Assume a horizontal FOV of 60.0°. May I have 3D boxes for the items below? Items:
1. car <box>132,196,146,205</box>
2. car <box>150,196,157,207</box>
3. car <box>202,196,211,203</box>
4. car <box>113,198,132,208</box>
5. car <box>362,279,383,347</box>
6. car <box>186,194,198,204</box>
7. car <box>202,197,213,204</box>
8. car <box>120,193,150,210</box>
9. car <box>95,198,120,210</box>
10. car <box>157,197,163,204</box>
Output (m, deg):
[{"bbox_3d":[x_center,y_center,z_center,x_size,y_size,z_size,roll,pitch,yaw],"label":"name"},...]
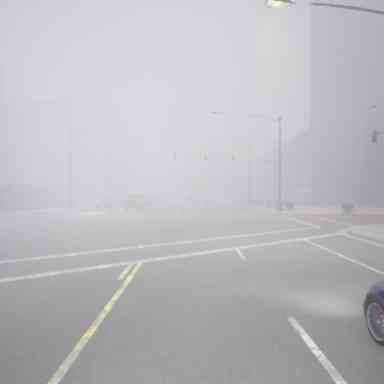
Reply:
[{"bbox_3d":[-10.490,1.668,66.175,1.882,1.535,5.008,0,-1,0],"label":"car"},{"bbox_3d":[-7.049,1.403,51.763,2.097,1.767,4.553,0,-1,-1],"label":"car"},{"bbox_3d":[3.513,1.796,80.237,2.033,1.411,5.357,0,-1,0],"label":"car"},{"bbox_3d":[-10.553,1.643,50.831,1.895,1.301,4.718,0,-1,0],"label":"car"},{"bbox_3d":[3.603,1.528,3.344,1.812,1.442,4.674,0,0,0],"label":"car"},{"bbox_3d":[0.011,1.449,69.852,2.150,2.045,5.566,0,-1,0],"label":"car"},{"bbox_3d":[3.511,1.752,70.235,1.812,1.442,4.674,0,-1,0],"label":"car"},{"bbox_3d":[-7.064,1.201,41.736,2.150,2.045,5.566,0,0,0],"label":"car"},{"bbox_3d":[-10.562,1.465,41.365,2.128,1.511,4.902,0,0,0],"label":"car"},{"bbox_3d":[-6.989,1.679,67.353,1.882,1.535,5.008,0,-1,0],"label":"car"}]
